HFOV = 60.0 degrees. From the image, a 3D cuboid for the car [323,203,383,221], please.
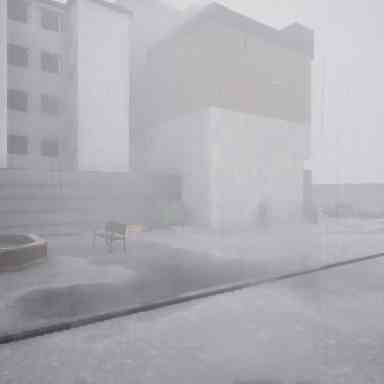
[{"bbox_3d":[13.484,1.601,27.624,1.895,1.301,4.718,0,0,-35],"label":"car"}]
